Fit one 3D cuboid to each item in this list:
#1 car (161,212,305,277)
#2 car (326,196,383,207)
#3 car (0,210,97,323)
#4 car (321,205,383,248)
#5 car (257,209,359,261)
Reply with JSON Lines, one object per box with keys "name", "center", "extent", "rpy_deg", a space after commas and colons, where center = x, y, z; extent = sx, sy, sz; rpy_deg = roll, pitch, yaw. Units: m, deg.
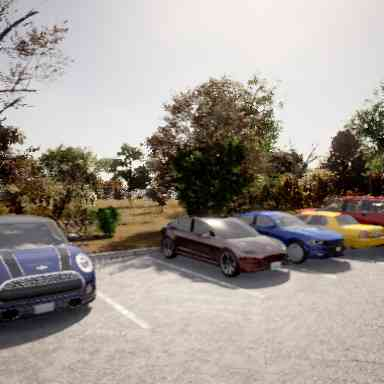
{"name": "car", "center": [0.796, 1.507, 10.590], "extent": [2.163, 1.488, 4.792], "rpy_deg": [0, 0, -35]}
{"name": "car", "center": [7.464, 1.222, 15.415], "extent": [2.435, 2.045, 5.566], "rpy_deg": [0, 0, -35]}
{"name": "car", "center": [-3.774, 1.354, 7.407], "extent": [2.185, 1.767, 4.553], "rpy_deg": [0, 0, -35]}
{"name": "car", "center": [5.105, 1.472, 13.927], "extent": [1.946, 1.575, 5.366], "rpy_deg": [0, 0, -35]}
{"name": "car", "center": [3.044, 1.476, 12.236], "extent": [2.097, 1.535, 5.008], "rpy_deg": [0, 0, -35]}
